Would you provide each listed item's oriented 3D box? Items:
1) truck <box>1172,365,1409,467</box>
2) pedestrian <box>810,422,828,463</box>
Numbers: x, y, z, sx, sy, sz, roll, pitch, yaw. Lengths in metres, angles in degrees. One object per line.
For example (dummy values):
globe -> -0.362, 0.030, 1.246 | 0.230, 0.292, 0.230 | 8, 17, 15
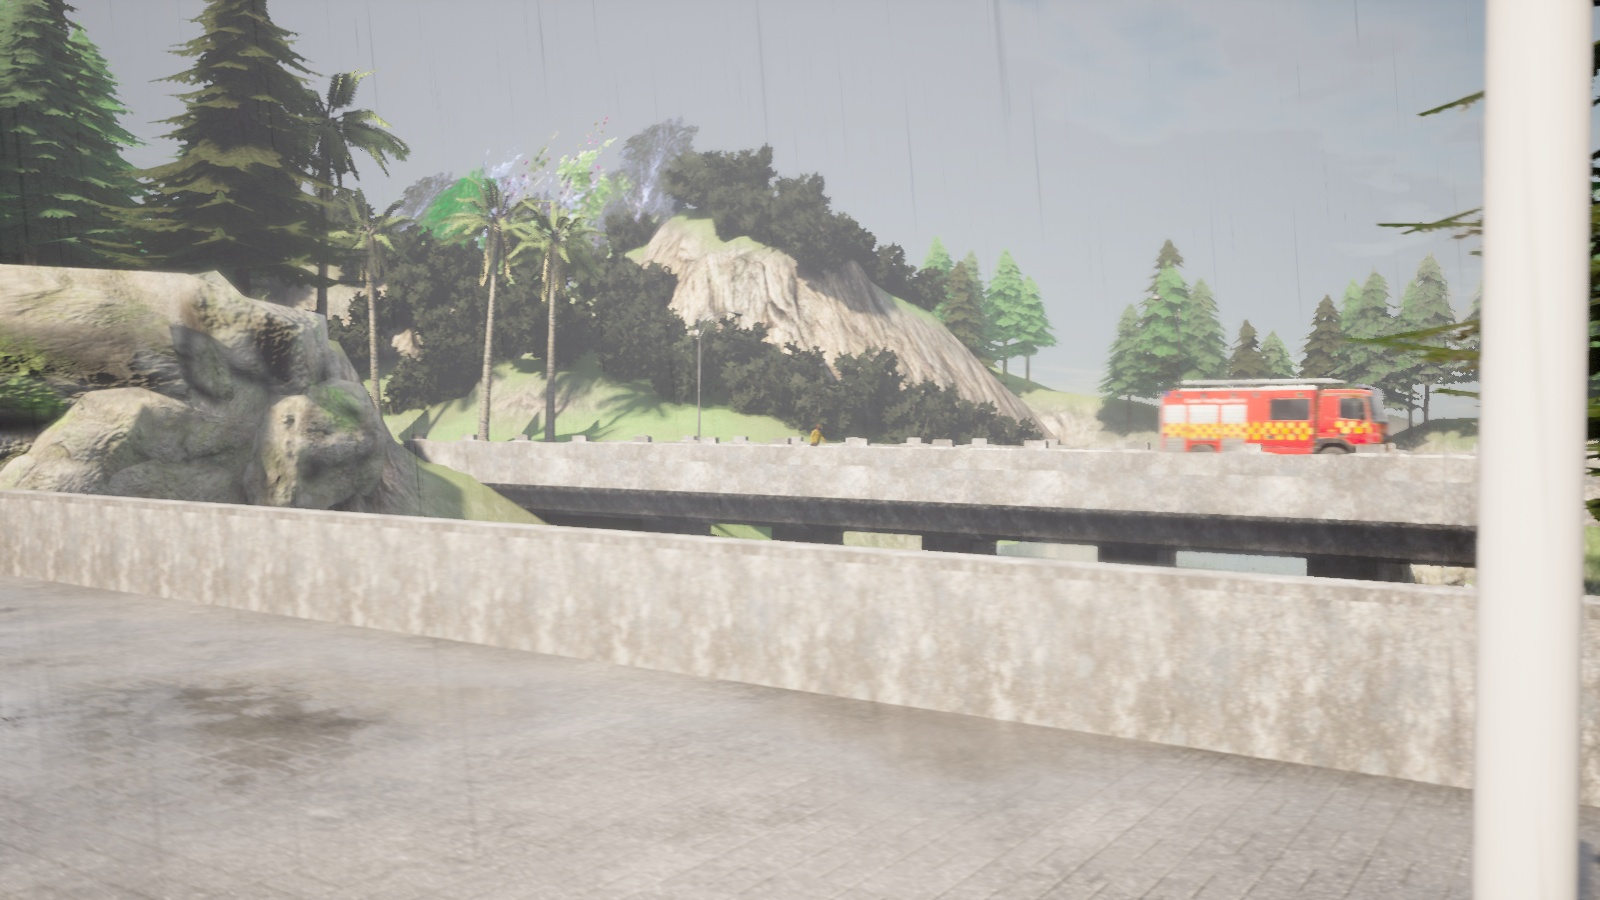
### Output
truck -> 19.656, -1.303, 50.615 | 8.468, 3.827, 2.891 | 0, 1, 34
pedestrian -> 0.855, -0.351, 57.438 | 0.726, 1.835, 0.370 | 0, 1, 34
